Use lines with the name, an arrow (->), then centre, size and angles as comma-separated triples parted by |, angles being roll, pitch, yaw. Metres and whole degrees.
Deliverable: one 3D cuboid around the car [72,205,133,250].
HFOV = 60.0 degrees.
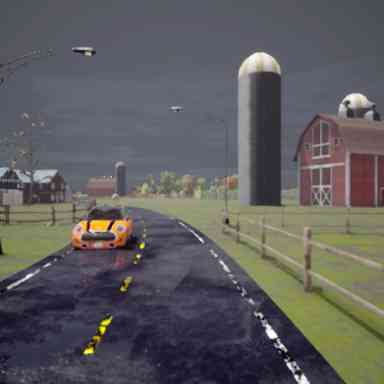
car -> -3.771, 1.421, 14.685 | 2.097, 1.767, 4.553 | 0, 0, -7
